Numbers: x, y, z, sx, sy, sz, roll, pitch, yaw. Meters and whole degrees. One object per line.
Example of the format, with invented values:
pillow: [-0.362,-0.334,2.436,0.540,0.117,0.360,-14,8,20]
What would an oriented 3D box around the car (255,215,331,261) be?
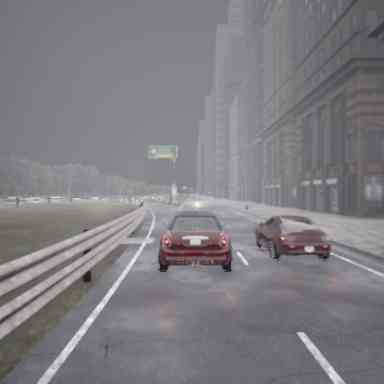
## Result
car: [3.596,1.589,12.475,1.812,1.442,4.674,0,0,0]

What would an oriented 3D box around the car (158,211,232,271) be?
car: [0.097,1.407,11.241,2.097,1.767,4.553,0,0,0]

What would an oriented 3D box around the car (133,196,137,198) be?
car: [-16.178,1.739,91.367,2.128,1.511,4.902,0,0,-16]
